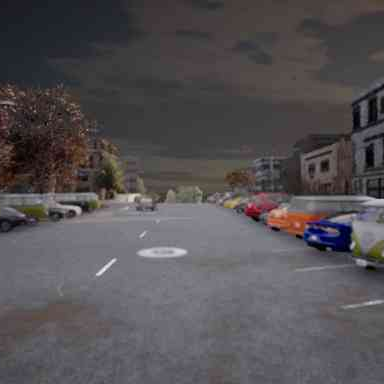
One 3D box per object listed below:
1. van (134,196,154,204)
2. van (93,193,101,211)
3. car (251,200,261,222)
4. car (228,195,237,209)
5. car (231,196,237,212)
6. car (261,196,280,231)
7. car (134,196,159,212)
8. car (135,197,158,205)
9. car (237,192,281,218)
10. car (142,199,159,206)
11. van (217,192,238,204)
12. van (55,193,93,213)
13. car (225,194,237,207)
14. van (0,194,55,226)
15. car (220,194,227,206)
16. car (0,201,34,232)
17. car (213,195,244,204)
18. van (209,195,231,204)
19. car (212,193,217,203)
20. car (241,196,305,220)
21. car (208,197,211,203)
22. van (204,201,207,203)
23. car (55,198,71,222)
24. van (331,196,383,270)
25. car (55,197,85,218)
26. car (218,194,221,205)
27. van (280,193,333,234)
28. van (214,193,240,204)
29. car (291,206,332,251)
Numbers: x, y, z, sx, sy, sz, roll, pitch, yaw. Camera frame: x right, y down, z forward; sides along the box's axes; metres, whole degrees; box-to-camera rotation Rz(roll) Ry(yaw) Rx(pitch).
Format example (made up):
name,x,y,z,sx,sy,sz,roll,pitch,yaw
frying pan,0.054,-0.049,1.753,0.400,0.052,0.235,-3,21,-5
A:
name,x,y,z,sx,sy,sz,roll,pitch,yaw
van,-11.399,1.887,78.614,4.442,1.987,1.878,1,-3,-20
van,-11.250,1.117,32.745,4.442,1.987,1.878,-1,0,-20
car,6.444,1.416,20.823,4.674,1.452,2.002,1,0,-20
car,6.424,1.372,32.553,4.792,1.488,2.163,1,0,-20
car,6.445,1.351,29.626,4.892,1.521,2.231,1,0,-20
car,6.411,1.260,17.884,4.553,1.767,2.185,1,0,-20
car,-4.976,1.376,36.855,1.812,1.442,4.674,0,0,1
car,-11.555,2.255,84.565,5.566,2.045,2.435,1,-4,-21
car,6.475,1.115,23.771,5.566,2.045,2.435,1,0,-20
car,-11.656,3.020,93.502,4.553,1.767,2.185,1,-4,-21
van,6.362,1.093,47.178,4.442,1.987,1.878,1,0,-20
van,-11.471,1.127,29.712,4.442,1.987,1.878,-1,0,-20
car,6.635,1.337,35.557,5.366,1.575,1.946,1,0,-20
van,-11.267,1.149,20.969,4.442,1.987,1.878,-1,0,-20
car,6.643,1.328,41.418,5.366,1.575,1.946,1,0,-20
car,-11.371,1.427,17.977,4.674,1.452,2.002,-1,1,-20
car,6.431,1.356,58.963,4.892,1.521,2.231,1,-2,-20
van,6.438,1.743,76.557,4.442,1.987,1.878,2,-4,-20
car,6.292,1.310,50.094,5.366,1.575,1.946,1,0,-20
car,6.484,1.231,26.695,4.553,1.767,2.185,1,0,-20
car,6.566,1.571,67.800,5.366,1.575,1.946,2,-2,-20
van,6.309,2.505,88.264,4.442,1.987,1.878,2,-5,-21
car,-11.370,1.407,23.871,4.674,1.452,2.002,-1,0,-20
van,6.324,1.202,9.047,4.442,1.987,1.878,1,1,-20
car,-11.369,1.397,26.817,4.674,1.452,2.002,-1,0,-20
car,6.496,1.354,44.302,4.792,1.488,2.163,1,0,-20
van,6.546,1.176,15.002,4.442,1.987,1.878,1,0,-20
van,6.538,1.184,61.931,4.442,1.987,1.878,1,-2,-20
car,6.425,1.414,12.026,5.008,1.535,2.097,1,0,-20
